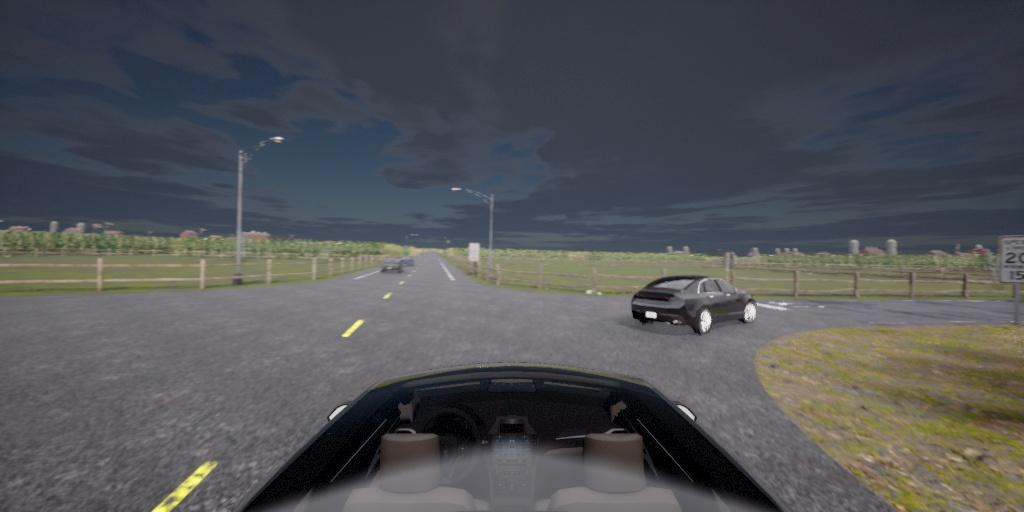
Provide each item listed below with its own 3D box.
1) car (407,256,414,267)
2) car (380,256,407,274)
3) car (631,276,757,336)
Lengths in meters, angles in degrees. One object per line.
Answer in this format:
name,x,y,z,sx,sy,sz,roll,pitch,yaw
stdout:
car,-15.350,0.766,52.553,2.033,1.411,5.357,1,0,-12
car,-11.554,0.884,34.770,1.837,1.490,4.892,1,0,-12
car,5.633,1.343,10.916,4.892,1.490,1.837,1,-1,-36
